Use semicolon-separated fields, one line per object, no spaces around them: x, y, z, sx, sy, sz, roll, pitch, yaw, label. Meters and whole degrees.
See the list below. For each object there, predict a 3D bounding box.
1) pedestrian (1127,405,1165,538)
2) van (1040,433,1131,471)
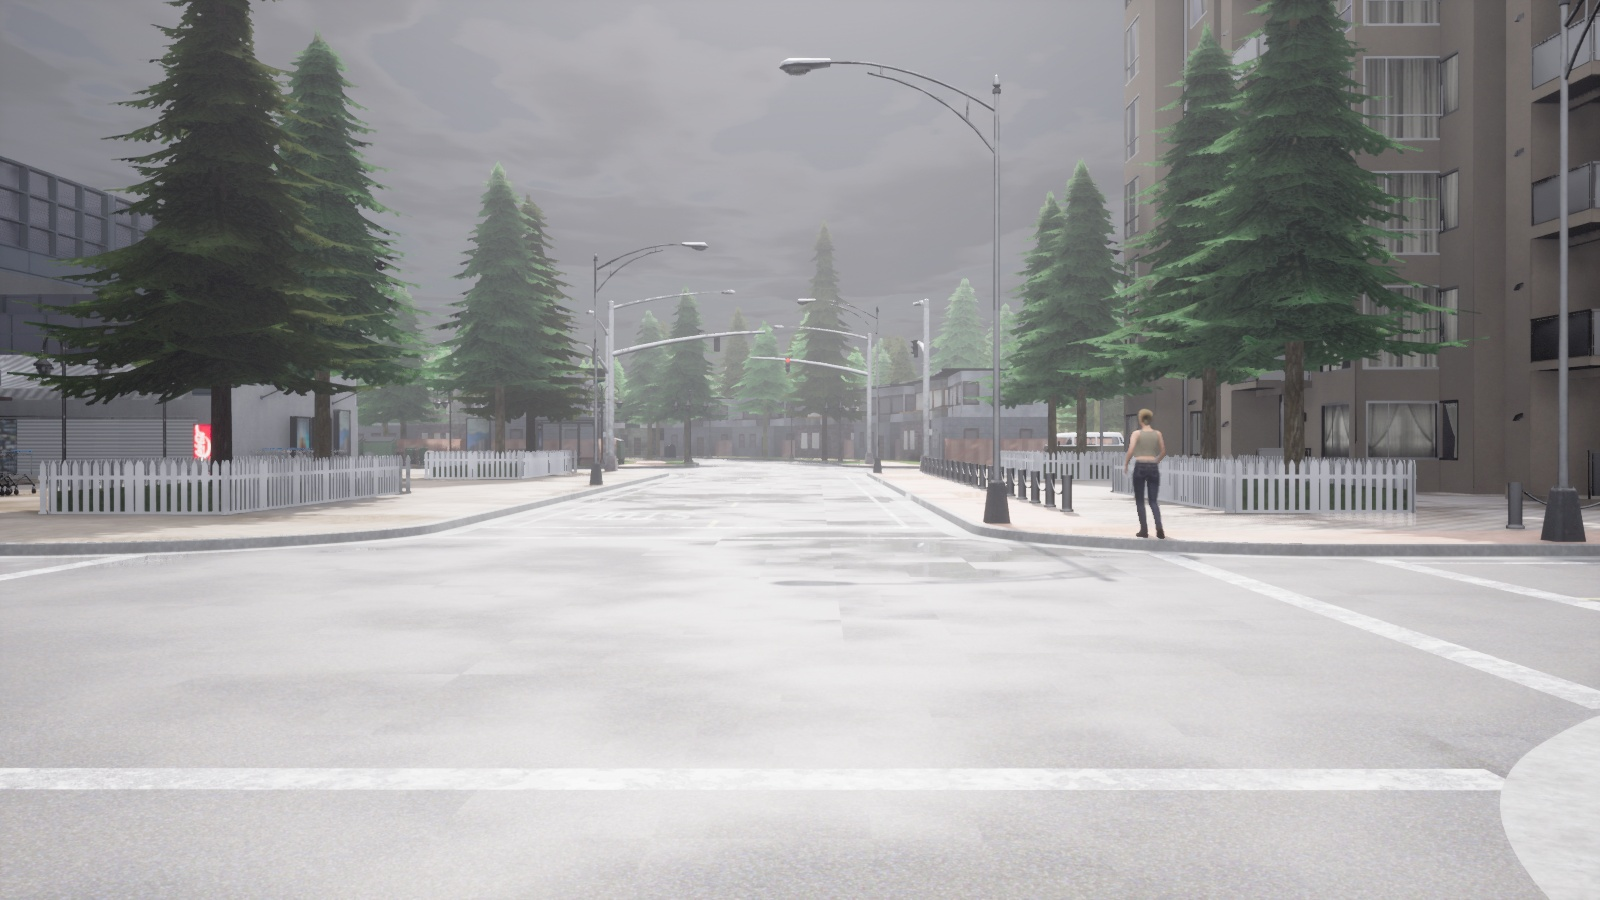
4.850;0.297;17.601;0.345;1.836;0.594;0;0;-2;pedestrian
15.395;0.083;67.944;4.480;2.038;2.069;0;0;2;van
